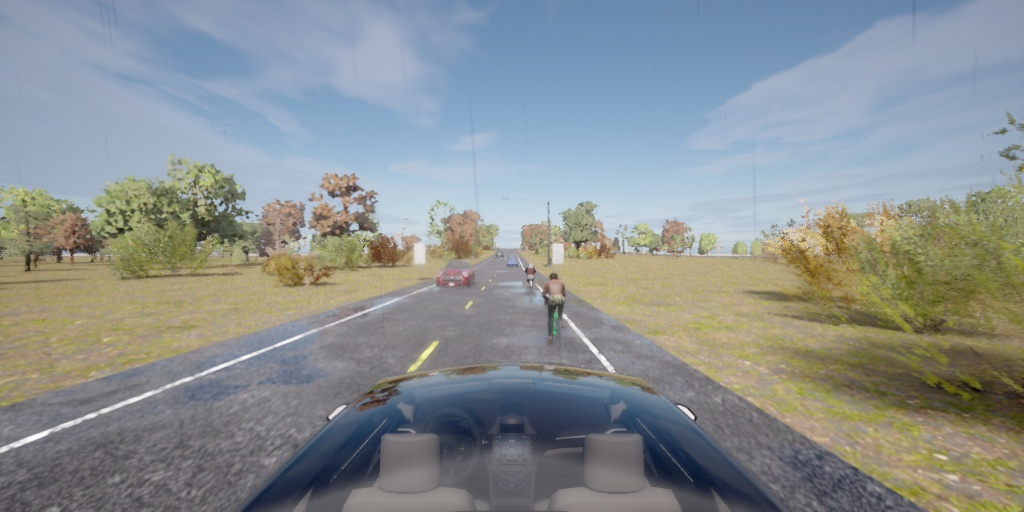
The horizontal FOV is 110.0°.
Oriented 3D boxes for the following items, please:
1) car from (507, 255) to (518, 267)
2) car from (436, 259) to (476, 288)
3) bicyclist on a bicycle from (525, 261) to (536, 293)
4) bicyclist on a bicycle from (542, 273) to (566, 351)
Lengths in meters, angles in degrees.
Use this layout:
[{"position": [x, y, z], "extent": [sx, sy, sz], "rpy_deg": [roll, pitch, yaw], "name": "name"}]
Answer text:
[{"position": [0.092, 1.008, 60.132], "extent": [2.033, 1.411, 5.357], "rpy_deg": [0, 2, 0], "name": "car"}, {"position": [-3.604, 1.101, 23.642], "extent": [2.097, 1.767, 4.553], "rpy_deg": [0, 0, 0], "name": "car"}, {"position": [0.960, 1.120, 18.673], "extent": [0.659, 1.776, 1.843], "rpy_deg": [0, 0, 0], "name": "bicyclist on a bicycle"}, {"position": [0.961, 1.203, 8.044], "extent": [0.582, 1.620, 1.656], "rpy_deg": [0, 0, 0], "name": "bicyclist on a bicycle"}]
